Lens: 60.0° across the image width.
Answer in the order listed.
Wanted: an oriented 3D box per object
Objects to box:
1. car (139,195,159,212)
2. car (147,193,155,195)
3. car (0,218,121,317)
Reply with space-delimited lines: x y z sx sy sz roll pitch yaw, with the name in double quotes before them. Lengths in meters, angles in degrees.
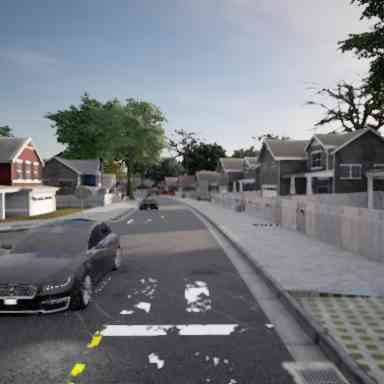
"car" -4.298 1.246 33.776 1.895 1.301 4.718 0 1 -5
"car" -7.111 0.973 57.939 1.837 1.490 4.892 0 1 -8
"car" -2.877 1.436 7.616 1.837 1.490 4.892 0 1 -1
